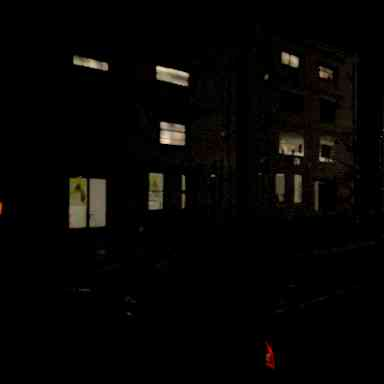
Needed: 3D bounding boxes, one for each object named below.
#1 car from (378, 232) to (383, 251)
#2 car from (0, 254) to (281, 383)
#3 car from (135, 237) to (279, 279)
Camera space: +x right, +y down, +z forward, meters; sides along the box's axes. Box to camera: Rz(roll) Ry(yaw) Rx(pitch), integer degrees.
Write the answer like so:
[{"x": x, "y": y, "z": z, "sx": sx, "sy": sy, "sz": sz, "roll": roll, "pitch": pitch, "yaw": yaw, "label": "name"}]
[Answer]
[{"x": 8.936, "y": 1.605, "z": 12.912, "sx": 4.206, "sy": 1.307, "sz": 1.802, "roll": 0, "pitch": 0, "yaw": -35, "label": "car"}, {"x": -1.235, "y": 1.564, "z": 2.487, "sx": 4.181, "sy": 1.385, "sz": 1.994, "roll": 0, "pitch": 0, "yaw": -36, "label": "car"}, {"x": -0.077, "y": 1.587, "z": 6.491, "sx": 4.206, "sy": 1.307, "sz": 1.802, "roll": 0, "pitch": 0, "yaw": -35, "label": "car"}]
